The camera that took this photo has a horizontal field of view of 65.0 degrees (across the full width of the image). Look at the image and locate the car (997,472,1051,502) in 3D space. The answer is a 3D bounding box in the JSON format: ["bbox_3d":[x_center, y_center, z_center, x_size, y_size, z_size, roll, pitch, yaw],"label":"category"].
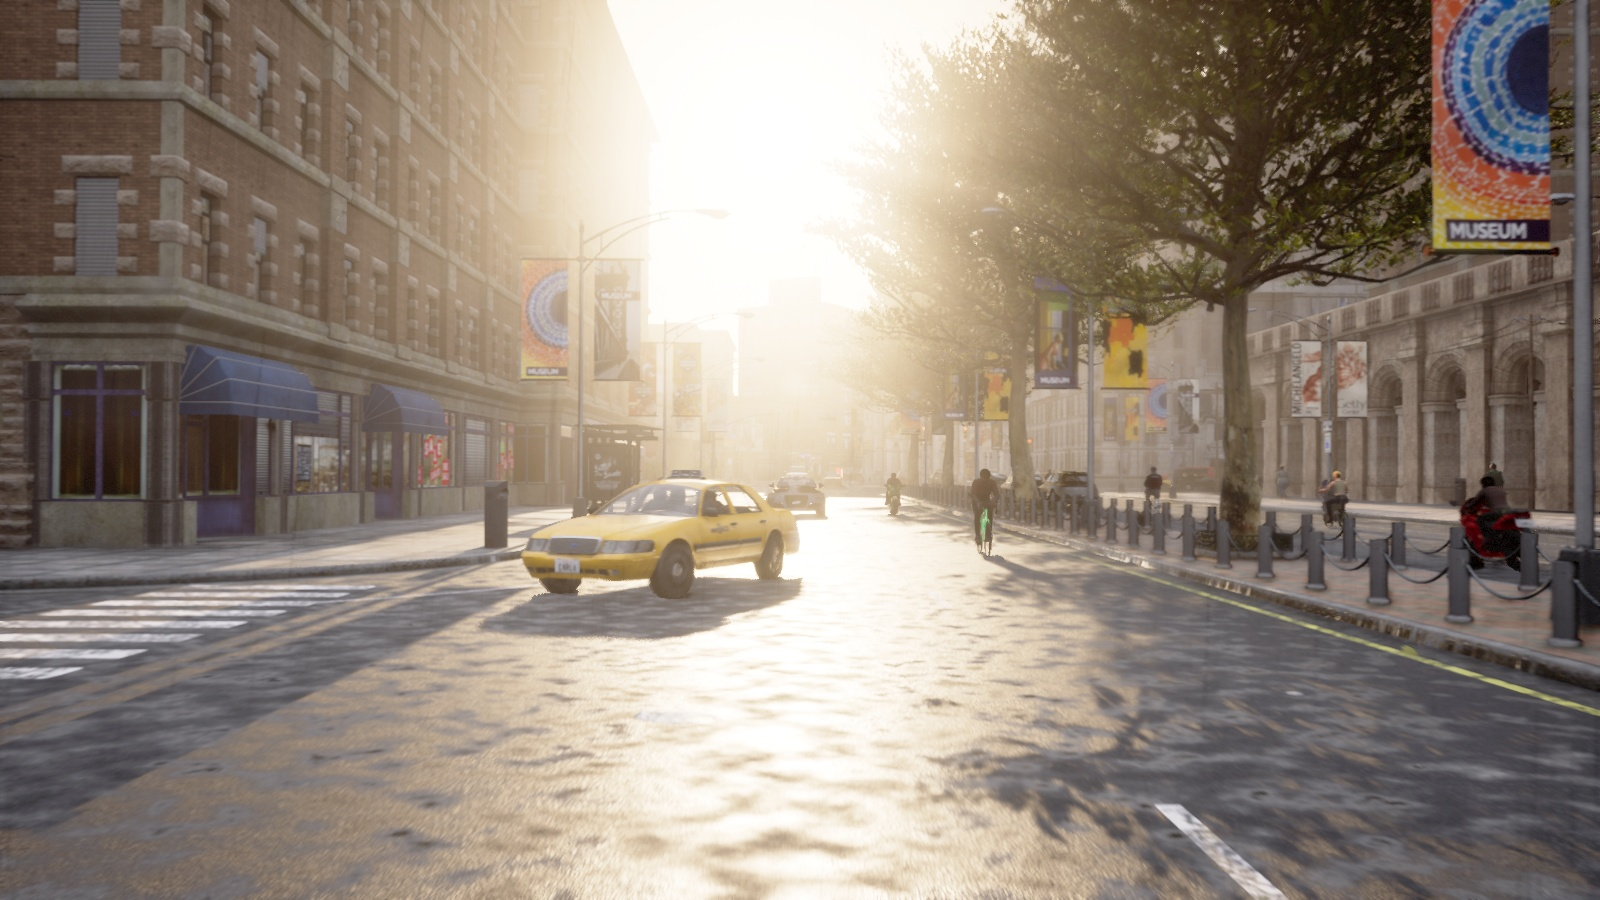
[{"bbox_3d":[11.341,1.842,63.803,1.837,1.490,4.892,0,-1,0],"label":"car"}]

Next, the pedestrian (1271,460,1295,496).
[{"bbox_3d":[24.871,1.455,64.705,0.874,1.855,0.900,0,-1,0],"label":"pedestrian"}]

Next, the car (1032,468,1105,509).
[{"bbox_3d":[11.362,1.594,53.418,2.033,1.649,4.856,0,-1,0],"label":"car"}]

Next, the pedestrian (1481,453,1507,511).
[{"bbox_3d":[23.670,1.094,42.857,0.423,1.949,0.788,0,-1,1],"label":"pedestrian"}]

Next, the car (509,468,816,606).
[{"bbox_3d":[-1.635,1.049,17.229,1.801,1.575,5.366,-1,-1,23],"label":"car"}]

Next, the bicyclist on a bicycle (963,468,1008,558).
[{"bbox_3d":[3.442,1.146,23.435,0.582,1.620,1.656,0,-1,0],"label":"bicyclist on a bicycle"}]

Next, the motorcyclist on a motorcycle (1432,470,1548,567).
[{"bbox_3d":[11.448,1.101,20.918,0.797,1.523,2.044,0,-1,0],"label":"motorcyclist on a motorcycle"}]

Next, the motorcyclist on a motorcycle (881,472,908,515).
[{"bbox_3d":[3.387,1.542,45.312,0.797,1.523,2.044,0,-1,0],"label":"motorcyclist on a motorcycle"}]

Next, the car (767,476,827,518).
[{"bbox_3d":[-0.109,1.620,44.258,1.994,1.385,4.181,0,-1,0],"label":"car"}]

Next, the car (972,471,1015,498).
[{"bbox_3d":[11.246,2.004,73.417,1.837,1.490,4.892,0,-1,1],"label":"car"}]

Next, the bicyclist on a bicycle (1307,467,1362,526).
[{"bbox_3d":[14.908,1.279,35.080,0.866,1.612,1.509,0,-1,0],"label":"bicyclist on a bicycle"}]
